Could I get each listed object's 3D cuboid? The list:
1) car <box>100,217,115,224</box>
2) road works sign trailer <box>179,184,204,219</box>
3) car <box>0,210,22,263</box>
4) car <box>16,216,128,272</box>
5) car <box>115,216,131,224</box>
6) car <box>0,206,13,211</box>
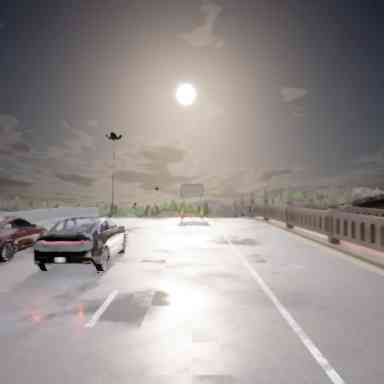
[{"bbox_3d":[-17.508,5.959,69.269,1.895,1.301,4.718,0,-8,0],"label":"car"},{"bbox_3d":[0.004,0.937,34.343,2.380,3.560,2.880,0,-3,2],"label":"road works sign trailer"},{"bbox_3d":[-6.901,1.590,12.158,1.812,1.442,4.674,0,0,0],"label":"car"},{"bbox_3d":[-3.401,1.550,10.991,2.128,1.511,4.902,0,0,0],"label":"car"},{"bbox_3d":[-14.007,5.652,67.503,2.033,1.411,5.357,0,-8,0],"label":"car"},{"bbox_3d":[-14.101,1.690,23.749,1.994,1.385,4.181,0,-1,0],"label":"car"}]
